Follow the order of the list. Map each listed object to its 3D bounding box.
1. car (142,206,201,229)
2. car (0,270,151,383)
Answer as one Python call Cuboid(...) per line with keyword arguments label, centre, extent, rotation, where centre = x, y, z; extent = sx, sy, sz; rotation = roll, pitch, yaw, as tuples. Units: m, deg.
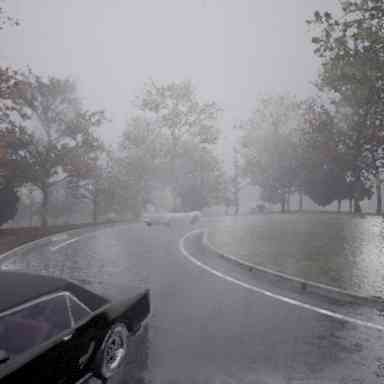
Cuboid(label="car", centre=(-1.274, 1.605, 22.159), extent=(1.895, 1.301, 4.718), rotation=(0, 0, 29))
Cuboid(label="car", centre=(-2.233, 1.588, 3.069), extent=(1.895, 1.301, 4.718), rotation=(0, 0, 20))
